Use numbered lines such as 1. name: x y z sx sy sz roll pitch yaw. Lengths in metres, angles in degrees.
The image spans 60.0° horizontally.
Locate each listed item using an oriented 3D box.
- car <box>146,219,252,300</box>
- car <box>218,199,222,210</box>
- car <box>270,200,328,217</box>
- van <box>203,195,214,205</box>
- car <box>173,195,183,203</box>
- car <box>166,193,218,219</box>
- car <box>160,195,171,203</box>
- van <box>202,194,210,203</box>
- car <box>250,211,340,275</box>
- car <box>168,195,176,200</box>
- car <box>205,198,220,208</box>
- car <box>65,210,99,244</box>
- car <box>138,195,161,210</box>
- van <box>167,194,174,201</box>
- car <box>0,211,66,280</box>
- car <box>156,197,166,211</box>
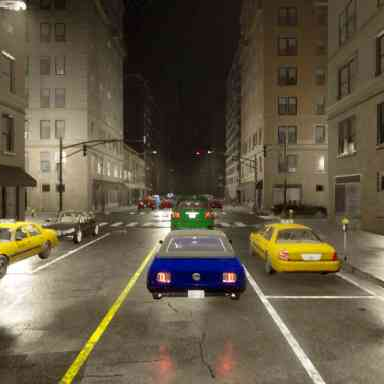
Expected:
1. car: 0.091 1.601 8.358 1.895 1.301 4.718 0 0 0
2. car: 2.899 1.558 42.426 1.887 1.381 4.507 0 0 0
3. car: 9.048 1.459 27.978 4.902 1.511 2.128 0 0 6
4. van: 2.915 1.363 58.930 1.690 1.788 3.998 0 0 0
5. car: -2.930 1.503 69.941 1.882 1.535 5.008 0 0 0
6. car: 0.018 1.224 18.125 2.150 2.045 5.566 0 0 0
7. car: -5.599 1.468 69.942 1.967 1.590 4.097 0 0 0
8. van: 2.926 1.369 69.933 1.690 1.788 3.998 0 0 0
9. car: 2.867 1.526 10.297 1.752 1.417 4.829 0 0 0
10. car: -5.577 1.592 91.947 2.008 1.369 4.403 0 0 0
11. car: 2.904 1.582 47.927 1.947 1.339 4.313 0 0 0
12. car: -5.653 1.552 15.661 2.008 1.369 4.403 0 0 0
13. car: -5.627 1.328 42.435 2.192 1.841 5.009 0 0 0
14. van: -5.583 1.378 86.447 1.690 1.788 3.998 0 0 0
15. car: -5.659 1.526 9.966 1.752 1.417 4.829 0 0 0
16. car: -3.058 1.613 41.622 1.895 1.301 4.718 0 0 0
